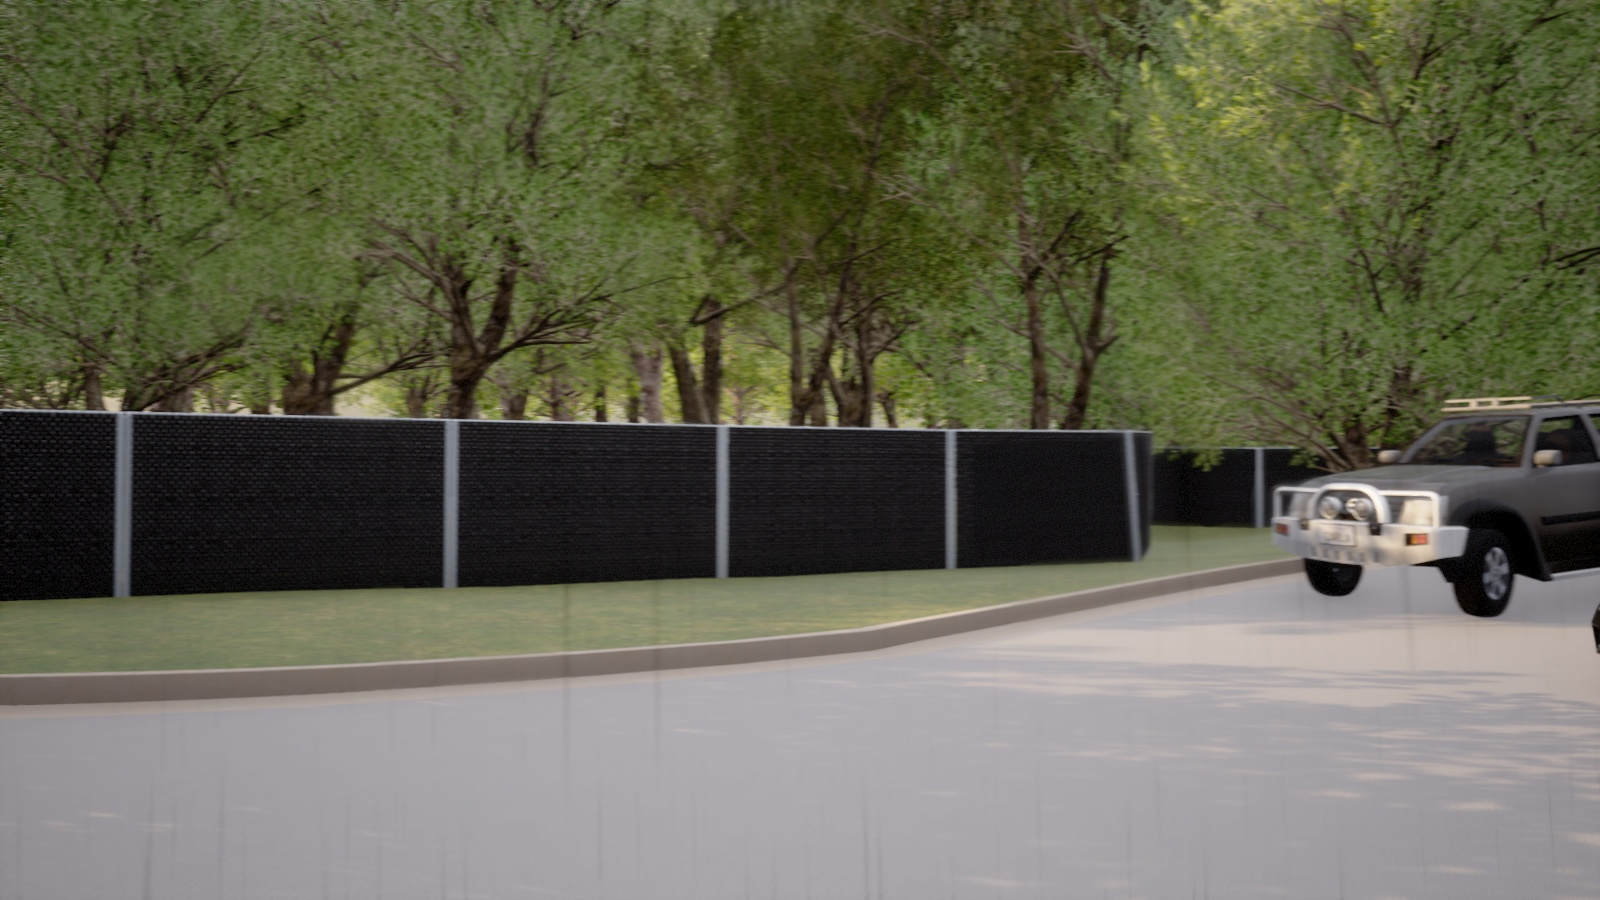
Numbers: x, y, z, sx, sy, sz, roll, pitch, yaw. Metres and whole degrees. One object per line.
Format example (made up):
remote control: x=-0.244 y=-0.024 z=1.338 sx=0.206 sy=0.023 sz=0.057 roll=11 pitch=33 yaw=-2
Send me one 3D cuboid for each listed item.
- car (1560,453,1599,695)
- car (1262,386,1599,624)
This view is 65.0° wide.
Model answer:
car: x=7.106 y=0.655 z=8.021 sx=4.193 sy=1.474 sz=1.816 roll=-4 pitch=2 yaw=-26
car: x=6.995 y=0.367 z=12.107 sx=4.605 sy=1.855 sz=1.932 roll=-4 pitch=1 yaw=-23
